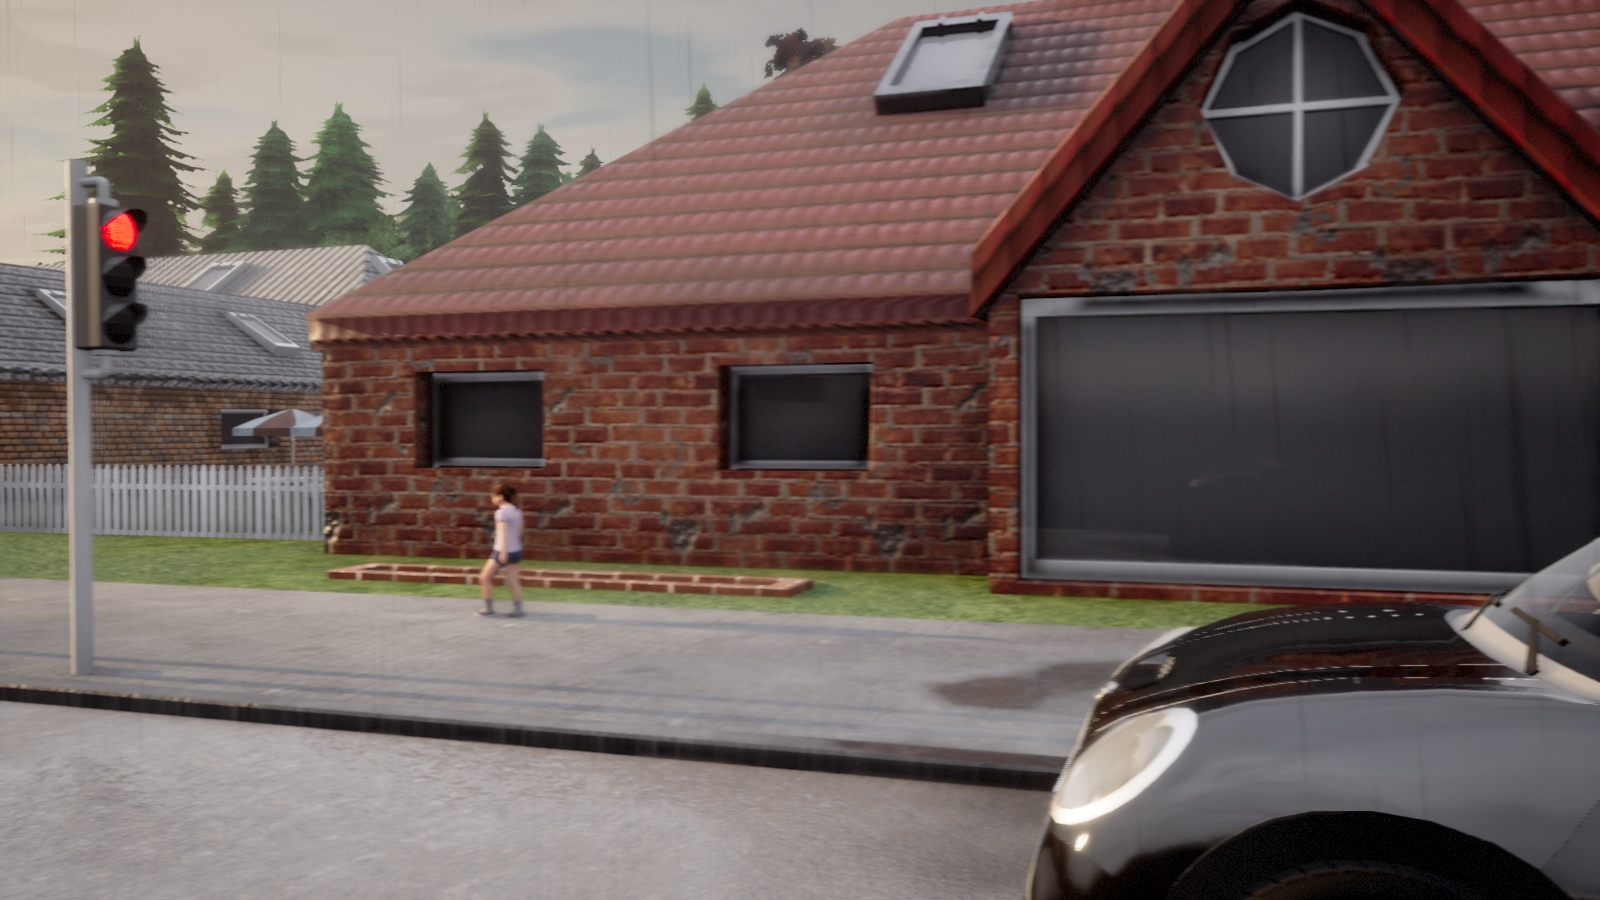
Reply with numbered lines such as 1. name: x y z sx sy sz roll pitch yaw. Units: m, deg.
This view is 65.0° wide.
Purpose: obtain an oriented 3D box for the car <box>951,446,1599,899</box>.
1. car: 2.433 0.755 2.889 3.806 1.475 1.970 1 1 19

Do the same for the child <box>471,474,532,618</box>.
1. child: -2.358 0.749 9.920 0.394 1.110 0.255 1 1 19
